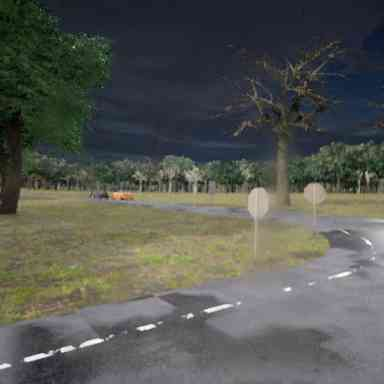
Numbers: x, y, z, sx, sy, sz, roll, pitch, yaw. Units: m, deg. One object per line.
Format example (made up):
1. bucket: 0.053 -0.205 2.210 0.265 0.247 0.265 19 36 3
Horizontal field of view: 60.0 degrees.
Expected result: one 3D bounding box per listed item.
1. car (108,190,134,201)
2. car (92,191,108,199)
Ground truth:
1. car: -11.057 0.452 53.127 2.097 1.767 4.553 2 -1 -36
2. car: -16.849 0.558 61.099 1.837 1.490 4.892 2 -1 -36
